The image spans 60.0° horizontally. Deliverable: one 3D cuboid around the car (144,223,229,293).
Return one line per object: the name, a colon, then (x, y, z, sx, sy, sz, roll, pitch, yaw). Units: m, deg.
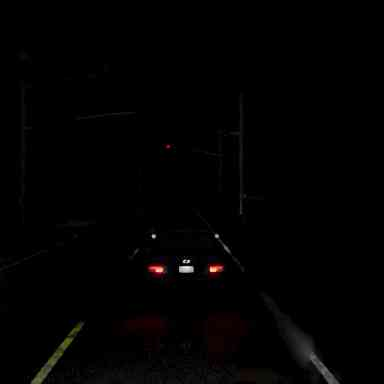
car: (-0.175, 1.545, 8.963, 2.033, 1.411, 5.357, 0, 0, -1)

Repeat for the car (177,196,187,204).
car: (-1.982, 1.509, 63.433, 1.812, 1.442, 4.674, 0, 0, -2)
